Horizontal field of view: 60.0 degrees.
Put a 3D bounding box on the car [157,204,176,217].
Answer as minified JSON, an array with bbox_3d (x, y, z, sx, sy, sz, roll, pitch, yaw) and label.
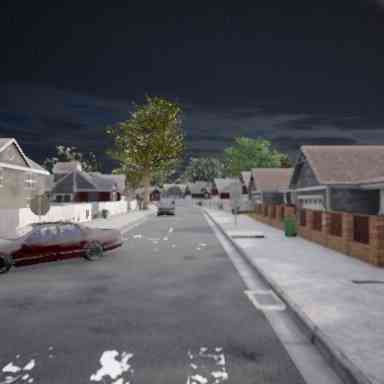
[{"bbox_3d":[-2.767,1.987,36.779,2.033,1.411,5.357,0,-1,0],"label":"car"}]

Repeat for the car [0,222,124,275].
[{"bbox_3d":[-5.010,1.760,11.454,5.357,1.411,2.033,-1,0,-44],"label":"car"}]
